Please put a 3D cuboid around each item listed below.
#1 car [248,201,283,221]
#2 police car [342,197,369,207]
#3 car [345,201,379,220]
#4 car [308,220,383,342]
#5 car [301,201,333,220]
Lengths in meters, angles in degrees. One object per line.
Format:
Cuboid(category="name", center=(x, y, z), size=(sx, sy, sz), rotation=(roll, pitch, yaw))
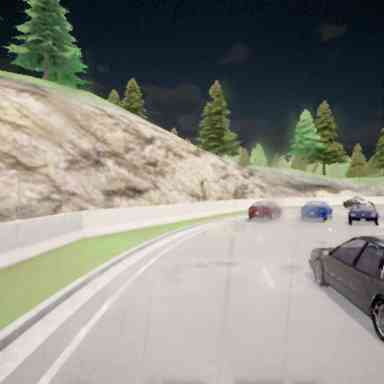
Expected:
Cuboid(category="car", center=(6.121, 1.453, 27.367), size=(1.882, 1.535, 5.008), rotation=(0, 0, 28))
Cuboid(category="police car", center=(22.676, 1.460, 45.272), size=(4.974, 1.542, 2.038), rotation=(1, 0, -33))
Cuboid(category="car", center=(12.502, 1.579, 24.197), size=(1.895, 1.301, 4.718), rotation=(0, 0, 28))
Cuboid(category="car", center=(3.807, 1.542, 6.231), size=(2.033, 1.411, 5.357), rotation=(0, 0, 3))
Cuboid(category="car", center=(10.244, 1.453, 27.077), size=(1.882, 1.535, 5.008), rotation=(0, 0, 30))
